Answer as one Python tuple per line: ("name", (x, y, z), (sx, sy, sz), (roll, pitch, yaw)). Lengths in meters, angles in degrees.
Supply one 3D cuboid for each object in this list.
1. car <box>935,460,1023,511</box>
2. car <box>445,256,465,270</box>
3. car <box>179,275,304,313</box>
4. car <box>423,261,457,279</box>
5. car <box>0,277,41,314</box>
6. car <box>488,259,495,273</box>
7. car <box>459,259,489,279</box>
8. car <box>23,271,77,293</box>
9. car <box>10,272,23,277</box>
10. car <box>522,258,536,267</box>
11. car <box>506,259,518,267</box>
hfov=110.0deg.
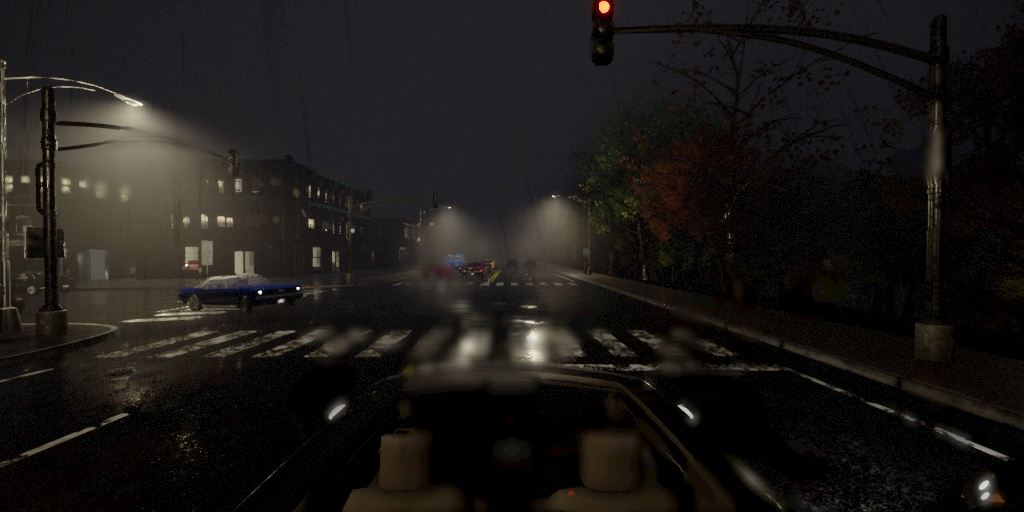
("car", (3.356, 1.314, 0.208), (1.994, 1.385, 4.181), (0, 0, 0))
("car", (-6.677, 0.957, 42.771), (2.150, 2.045, 5.566), (0, 0, 0))
("car", (-10.504, 1.409, 13.959), (4.718, 1.301, 1.895), (-2, 0, 21))
("car", (-6.661, 1.341, 32.866), (1.895, 1.301, 4.718), (0, 0, 2))
("car", (-19.971, 1.565, 12.521), (4.313, 1.339, 1.948), (0, 0, 0))
("car", (-3.424, 1.240, 43.154), (1.837, 1.490, 4.892), (0, 0, 0))
("car", (-3.411, 1.265, 33.087), (1.812, 1.442, 4.674), (0, 0, 0))
("car", (-28.323, 1.560, 21.015), (4.403, 1.370, 2.007), (0, 0, 0))
("car", (-24.682, 1.504, 15.221), (5.008, 1.535, 1.882), (0, 1, 0))
("car", (3.213, 1.203, 63.215), (1.882, 1.535, 5.008), (0, 0, 0))
("car", (-0.037, 1.231, 63.189), (1.837, 1.490, 4.892), (0, 0, 0))
